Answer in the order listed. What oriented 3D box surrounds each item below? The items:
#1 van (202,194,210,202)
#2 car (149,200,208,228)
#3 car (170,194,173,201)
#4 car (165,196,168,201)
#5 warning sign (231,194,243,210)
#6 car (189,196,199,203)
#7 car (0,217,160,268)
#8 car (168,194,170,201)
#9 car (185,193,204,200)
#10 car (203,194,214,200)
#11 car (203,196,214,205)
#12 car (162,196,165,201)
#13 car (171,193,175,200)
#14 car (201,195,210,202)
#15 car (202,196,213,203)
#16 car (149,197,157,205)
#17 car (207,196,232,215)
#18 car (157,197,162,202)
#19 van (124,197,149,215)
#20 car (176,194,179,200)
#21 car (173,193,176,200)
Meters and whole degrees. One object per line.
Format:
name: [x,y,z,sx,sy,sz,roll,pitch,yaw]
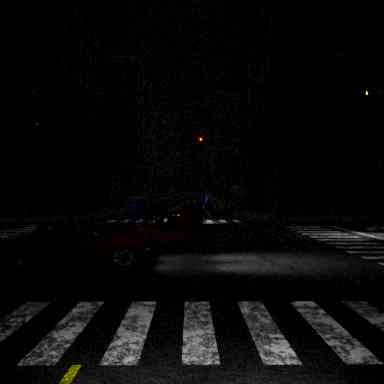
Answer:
van: [3.064,1.340,73.023,1.690,1.788,3.998,0,0,0]
car: [-0.743,1.526,22.382,1.812,1.442,4.674,1,0,22]
car: [-5.493,1.567,67.392,1.947,1.339,4.313,0,0,0]
car: [-5.555,1.569,56.056,1.947,1.339,4.313,0,0,0]
warning sign: [5.280,1.118,39.319,1.300,1.860,1.060,0,0,0]
car: [0.401,1.554,72.238,1.994,1.385,4.181,0,0,0]
car: [-3.552,1.601,10.634,4.718,1.301,1.895,0,0,0]
car: [-5.525,1.527,61.554,1.752,1.417,4.829,0,0,0]
car: [0.367,1.356,49.641,2.097,1.767,4.553,0,0,0]
car: [2.908,1.443,44.677,1.967,1.590,4.097,0,0,0]
car: [3.002,1.527,61.854,1.752,1.417,4.829,0,0,0]
car: [-5.586,1.585,50.388,1.802,1.307,4.206,0,0,0]
car: [-5.462,1.544,73.060,1.887,1.381,4.507,0,0,0]
car: [3.095,1.437,78.692,1.967,1.590,4.097,0,0,0]
car: [3.033,1.552,67.354,2.008,1.369,4.403,0,0,0]
car: [-5.648,1.443,39.051,1.967,1.590,4.097,0,0,0]
car: [2.846,1.442,33.339,1.967,1.590,4.097,0,0,0]
car: [-5.617,1.569,44.720,1.947,1.339,4.313,0,0,0]
van: [-5.680,1.343,33.383,1.690,1.788,3.998,0,0,0]
car: [-5.369,1.307,90.065,2.192,1.841,5.009,0,0,0]
car: [-5.432,1.522,78.559,1.752,1.417,4.829,0,0,0]
